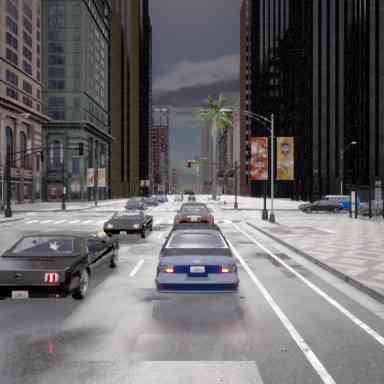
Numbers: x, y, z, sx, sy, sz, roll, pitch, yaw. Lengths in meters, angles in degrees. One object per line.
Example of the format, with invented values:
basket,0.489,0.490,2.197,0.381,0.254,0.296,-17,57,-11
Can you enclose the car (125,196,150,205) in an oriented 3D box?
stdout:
car,-6.607,1.352,39.607,2.097,1.767,4.553,0,0,0

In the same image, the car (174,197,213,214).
car,0.115,1.352,18.406,2.097,1.767,4.553,0,0,0

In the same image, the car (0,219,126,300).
car,-3.151,1.600,8.335,1.895,1.301,4.718,0,0,0

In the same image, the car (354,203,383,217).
car,17.064,1.549,29.613,4.403,1.369,2.008,0,0,0

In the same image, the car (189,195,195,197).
car,-0.021,1.529,81.255,1.812,1.442,4.674,0,0,0

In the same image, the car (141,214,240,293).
car,0.100,1.547,8.963,2.033,1.411,5.357,0,0,0

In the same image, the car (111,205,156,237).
car,-3.159,1.601,17.503,1.895,1.301,4.718,0,0,0

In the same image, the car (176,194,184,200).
car,-3.274,1.316,90.405,1.882,1.535,5.008,0,0,0

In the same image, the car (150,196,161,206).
car,-6.603,1.506,53.908,1.837,1.490,4.892,0,0,0

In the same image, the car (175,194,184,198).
car,-3.271,1.522,80.402,1.812,1.442,4.674,0,0,0

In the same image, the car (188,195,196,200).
car,-0.024,1.546,91.476,2.033,1.411,5.357,0,0,0

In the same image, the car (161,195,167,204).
car,-6.549,1.481,65.304,1.882,1.535,5.008,0,0,0

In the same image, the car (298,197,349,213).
car,13.729,1.509,35.471,4.674,1.442,1.812,0,0,2

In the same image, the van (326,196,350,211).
van,17.057,1.315,38.137,3.998,1.788,1.690,0,0,0
